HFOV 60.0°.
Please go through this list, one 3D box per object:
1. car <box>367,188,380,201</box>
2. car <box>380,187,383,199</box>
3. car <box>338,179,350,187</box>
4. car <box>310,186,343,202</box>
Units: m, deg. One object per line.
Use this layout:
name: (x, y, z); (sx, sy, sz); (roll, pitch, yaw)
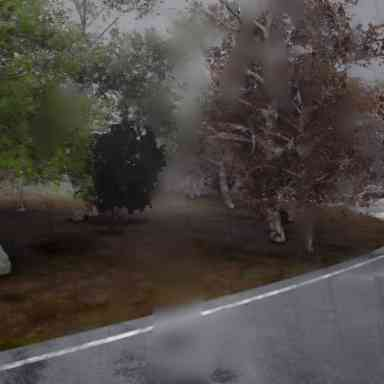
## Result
car: (21.195, 0.112, 35.500); (2.128, 1.511, 4.902); (-6, 4, -44)
car: (20.769, 0.362, 31.803); (4.181, 1.385, 1.994); (-1, 3, 40)
car: (30.448, -1.710, 66.241); (4.902, 1.511, 2.128); (-3, 2, -12)
car: (14.621, 0.421, 38.498); (2.033, 1.411, 5.357); (-4, 2, -18)
